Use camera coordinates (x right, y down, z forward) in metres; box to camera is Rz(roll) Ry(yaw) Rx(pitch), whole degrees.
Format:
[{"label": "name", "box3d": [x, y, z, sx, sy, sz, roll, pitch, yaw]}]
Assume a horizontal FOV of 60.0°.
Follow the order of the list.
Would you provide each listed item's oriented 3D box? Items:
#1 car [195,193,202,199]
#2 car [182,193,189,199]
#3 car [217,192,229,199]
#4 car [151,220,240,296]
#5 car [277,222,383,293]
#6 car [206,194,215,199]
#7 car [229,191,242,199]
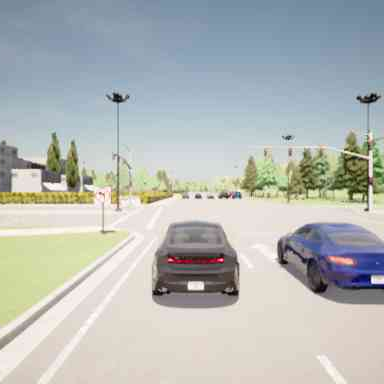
[{"label": "car", "box3d": [1.738, 1.186, 91.799, 1.882, 1.535, 5.008, 0, 0, 0]}, {"label": "car", "box3d": [-1.764, 1.233, 91.394, 2.128, 1.511, 4.902, 0, 0, 0]}, {"label": "car", "box3d": [8.736, 0.933, 91.386, 2.150, 2.045, 5.566, 0, 0, 0]}, {"label": "car", "box3d": [0.079, 1.478, 8.572, 1.837, 1.490, 4.892, 0, 0, 0]}, {"label": "car", "box3d": [3.584, 1.498, 8.660, 1.812, 1.442, 4.674, 0, 0, 0]}, {"label": "car", "box3d": [5.239, 1.302, 92.233, 1.895, 1.301, 4.718, 0, 0, 0]}, {"label": "car", "box3d": [12.235, 0.934, 90.957, 2.150, 2.045, 5.566, 0, 0, 0]}]
